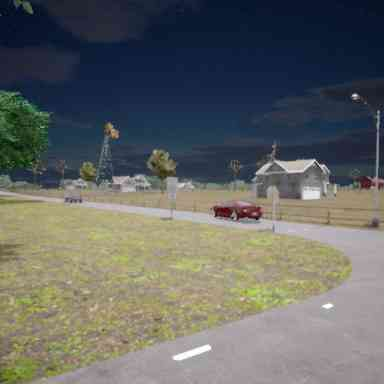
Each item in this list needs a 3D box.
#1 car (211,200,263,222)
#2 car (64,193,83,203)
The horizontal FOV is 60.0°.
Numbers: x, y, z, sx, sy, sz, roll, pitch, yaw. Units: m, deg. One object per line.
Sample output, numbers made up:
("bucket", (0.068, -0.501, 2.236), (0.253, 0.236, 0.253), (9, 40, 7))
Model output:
("car", (3.183, 1.299, 24.644), (1.882, 1.535, 5.008), (2, 0, -25))
("car", (-18.368, 0.924, 51.363), (1.837, 1.490, 4.892), (2, -1, -36))
